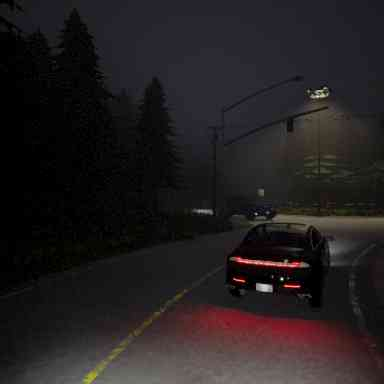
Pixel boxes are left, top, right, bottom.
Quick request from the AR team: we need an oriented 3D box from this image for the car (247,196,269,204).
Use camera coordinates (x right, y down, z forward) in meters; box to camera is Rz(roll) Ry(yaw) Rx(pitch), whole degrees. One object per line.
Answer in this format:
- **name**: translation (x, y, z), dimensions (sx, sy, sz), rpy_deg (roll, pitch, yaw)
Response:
- **car**: translation (12.737, 1.533, 63.886), dimensions (1.837, 1.490, 4.892), rpy_deg (0, -1, 42)

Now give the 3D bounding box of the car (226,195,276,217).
- **car**: translation (4.764, 1.248, 28.168), dimensions (2.150, 2.045, 5.566), rpy_deg (0, 0, -23)

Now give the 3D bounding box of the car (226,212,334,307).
- **car**: translation (2.296, 1.492, 8.128), dimensions (2.128, 1.511, 4.902), rpy_deg (0, 0, 25)

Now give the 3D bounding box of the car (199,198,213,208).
- **car**: translation (2.163, 1.518, 45.058), dimensions (2.128, 1.511, 4.902), rpy_deg (0, 0, 11)
